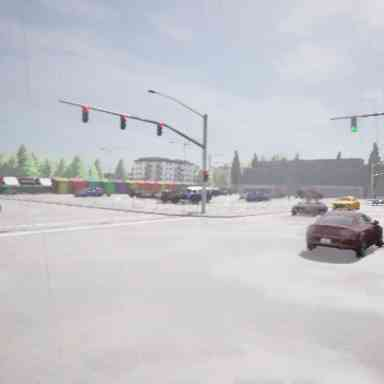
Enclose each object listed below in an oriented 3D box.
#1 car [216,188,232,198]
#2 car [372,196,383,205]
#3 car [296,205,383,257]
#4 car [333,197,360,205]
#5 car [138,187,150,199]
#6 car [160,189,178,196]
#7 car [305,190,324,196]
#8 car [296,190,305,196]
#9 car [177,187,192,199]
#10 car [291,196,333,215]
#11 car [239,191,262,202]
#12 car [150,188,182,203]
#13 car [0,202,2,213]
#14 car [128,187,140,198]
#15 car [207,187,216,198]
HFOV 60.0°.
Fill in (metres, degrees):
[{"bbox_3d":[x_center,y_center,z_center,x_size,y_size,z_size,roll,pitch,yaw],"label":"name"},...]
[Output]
[{"bbox_3d":[8.575,0.010,83.425,1.905,1.878,3.866,2,1,40],"label":"car"},{"bbox_3d":[29.184,1.351,51.212,1.812,1.442,4.674,2,1,41],"label":"car"},{"bbox_3d":[5.849,1.428,12.580,1.812,1.442,4.674,2,1,40],"label":"car"},{"bbox_3d":[17.365,1.265,37.335,1.882,1.535,5.008,2,1,40],"label":"car"},{"bbox_3d":[-6.229,0.375,53.306,1.784,1.438,3.905,2,1,40],"label":"car"},{"bbox_3d":[-4.932,0.103,71.998,1.784,1.438,3.905,2,1,40],"label":"car"},{"bbox_3d":[25.706,0.619,68.822,1.932,1.855,4.605,2,1,40],"label":"car"},{"bbox_3d":[23.538,0.544,70.739,1.905,1.878,3.866,2,1,40],"label":"car"},{"bbox_3d":[-2.764,-0.028,70.069,1.932,1.855,4.605,2,1,40],"label":"car"},{"bbox_3d":[10.305,1.329,28.992,1.994,1.385,4.181,2,1,40],"label":"car"},{"bbox_3d":[10.152,0.673,59.194,1.970,1.475,3.806,2,1,40],"label":"car"},{"bbox_3d":[-4.026,0.485,51.430,1.970,1.475,3.806,2,1,40],"label":"car"},{"bbox_3d":[-14.919,0.605,22.853,4.553,1.767,2.097,2,1,40],"label":"car"},{"bbox_3d":[-8.300,0.091,55.003,1.932,1.855,4.605,2,1,40],"label":"car"},{"bbox_3d":[6.373,0.171,85.313,1.970,1.475,3.806,2,1,40],"label":"car"}]
